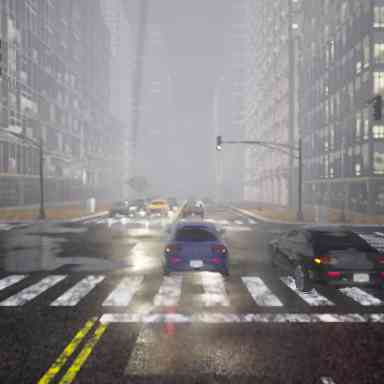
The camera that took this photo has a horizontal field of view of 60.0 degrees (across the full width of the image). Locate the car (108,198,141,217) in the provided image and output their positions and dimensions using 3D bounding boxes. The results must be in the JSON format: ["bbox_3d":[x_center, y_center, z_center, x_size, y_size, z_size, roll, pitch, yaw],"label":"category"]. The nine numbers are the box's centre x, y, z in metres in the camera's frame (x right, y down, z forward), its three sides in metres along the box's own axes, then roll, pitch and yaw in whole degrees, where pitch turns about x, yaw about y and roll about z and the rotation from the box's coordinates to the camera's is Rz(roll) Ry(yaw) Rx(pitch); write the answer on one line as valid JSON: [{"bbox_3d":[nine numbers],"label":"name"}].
[{"bbox_3d":[-6.600,1.615,32.103,2.033,1.411,5.357,0,0,0],"label":"car"}]

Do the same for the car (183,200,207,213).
[{"bbox_3d":[0.102,1.668,31.431,1.895,1.301,4.718,0,0,0],"label":"car"}]

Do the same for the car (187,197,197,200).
[{"bbox_3d":[-0.003,1.666,63.233,2.033,1.411,5.357,0,0,0],"label":"car"}]

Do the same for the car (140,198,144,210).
[{"bbox_3d":[-6.583,1.590,41.841,1.837,1.490,4.892,0,0,0],"label":"car"}]

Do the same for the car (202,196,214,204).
[{"bbox_3d":[3.247,1.721,64.749,1.895,1.301,4.718,0,0,0],"label":"car"}]

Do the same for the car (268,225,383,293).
[{"bbox_3d":[3.342,1.604,8.873,1.812,1.442,4.674,0,-2,0],"label":"car"}]

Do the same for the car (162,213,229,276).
[{"bbox_3d":[0.110,1.628,10.573,1.812,1.442,4.674,1,0,0],"label":"car"}]

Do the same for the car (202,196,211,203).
[{"bbox_3d":[3.246,1.685,74.919,1.994,1.385,4.181,0,0,0],"label":"car"}]

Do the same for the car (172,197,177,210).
[{"bbox_3d":[-3.330,1.687,42.875,1.895,1.301,4.718,0,0,0],"label":"car"}]

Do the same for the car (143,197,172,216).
[{"bbox_3d":[-3.345,1.548,33.497,1.882,1.535,5.008,0,0,0],"label":"car"}]
